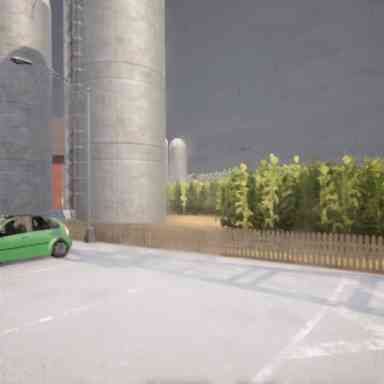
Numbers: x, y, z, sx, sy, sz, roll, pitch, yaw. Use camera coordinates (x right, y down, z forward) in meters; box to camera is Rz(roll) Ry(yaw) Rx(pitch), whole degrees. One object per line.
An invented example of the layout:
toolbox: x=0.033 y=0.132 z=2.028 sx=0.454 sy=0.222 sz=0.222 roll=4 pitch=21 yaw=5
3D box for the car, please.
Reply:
car: x=-6.273 y=1.637 z=11.439 sx=1.851 sy=1.617 sz=3.988 roll=-1 pitch=-1 yaw=35
